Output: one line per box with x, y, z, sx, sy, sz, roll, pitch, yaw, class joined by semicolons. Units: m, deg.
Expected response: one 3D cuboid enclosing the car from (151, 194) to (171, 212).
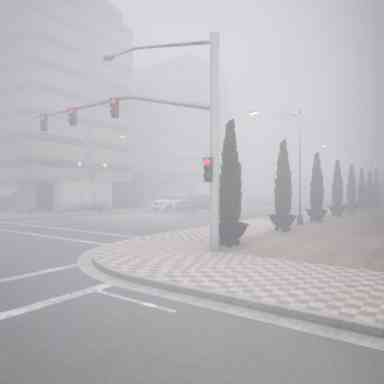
-2.409;1.269;39.200;2.150;2.045;5.566;0;0;35;car

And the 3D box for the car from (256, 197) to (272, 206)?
12.902;1.528;54.724;1.882;1.535;5.008;0;0;35;car

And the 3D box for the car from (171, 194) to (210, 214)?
0.451;1.270;37.182;2.150;2.045;5.566;0;0;35;car

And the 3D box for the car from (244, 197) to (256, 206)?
10.285;1.595;57.079;2.033;1.411;5.357;0;0;35;car
